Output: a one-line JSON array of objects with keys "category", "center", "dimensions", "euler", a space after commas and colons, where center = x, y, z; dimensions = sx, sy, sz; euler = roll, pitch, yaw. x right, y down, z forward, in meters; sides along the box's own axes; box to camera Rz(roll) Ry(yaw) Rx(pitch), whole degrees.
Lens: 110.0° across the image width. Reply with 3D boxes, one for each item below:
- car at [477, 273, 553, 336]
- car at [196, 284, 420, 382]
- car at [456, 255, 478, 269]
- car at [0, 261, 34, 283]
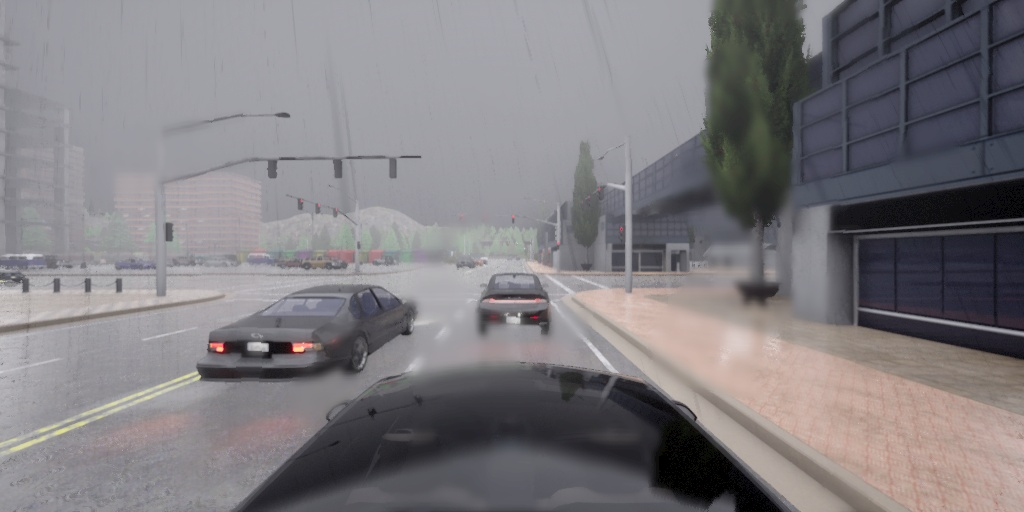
[{"category": "car", "center": [0.071, 1.233, 10.424], "dimensions": [2.128, 1.511, 4.902], "euler": [0, 0, 0]}, {"category": "car", "center": [-3.436, 1.292, 7.394], "dimensions": [2.033, 1.411, 5.357], "euler": [0, 0, 0]}, {"category": "car", "center": [-7.053, 0.915, 54.527], "dimensions": [2.150, 2.045, 5.566], "euler": [0, 0, 2]}, {"category": "car", "center": [-37.947, 1.251, 25.646], "dimensions": [4.674, 1.442, 1.812], "euler": [0, 0, 0]}]
